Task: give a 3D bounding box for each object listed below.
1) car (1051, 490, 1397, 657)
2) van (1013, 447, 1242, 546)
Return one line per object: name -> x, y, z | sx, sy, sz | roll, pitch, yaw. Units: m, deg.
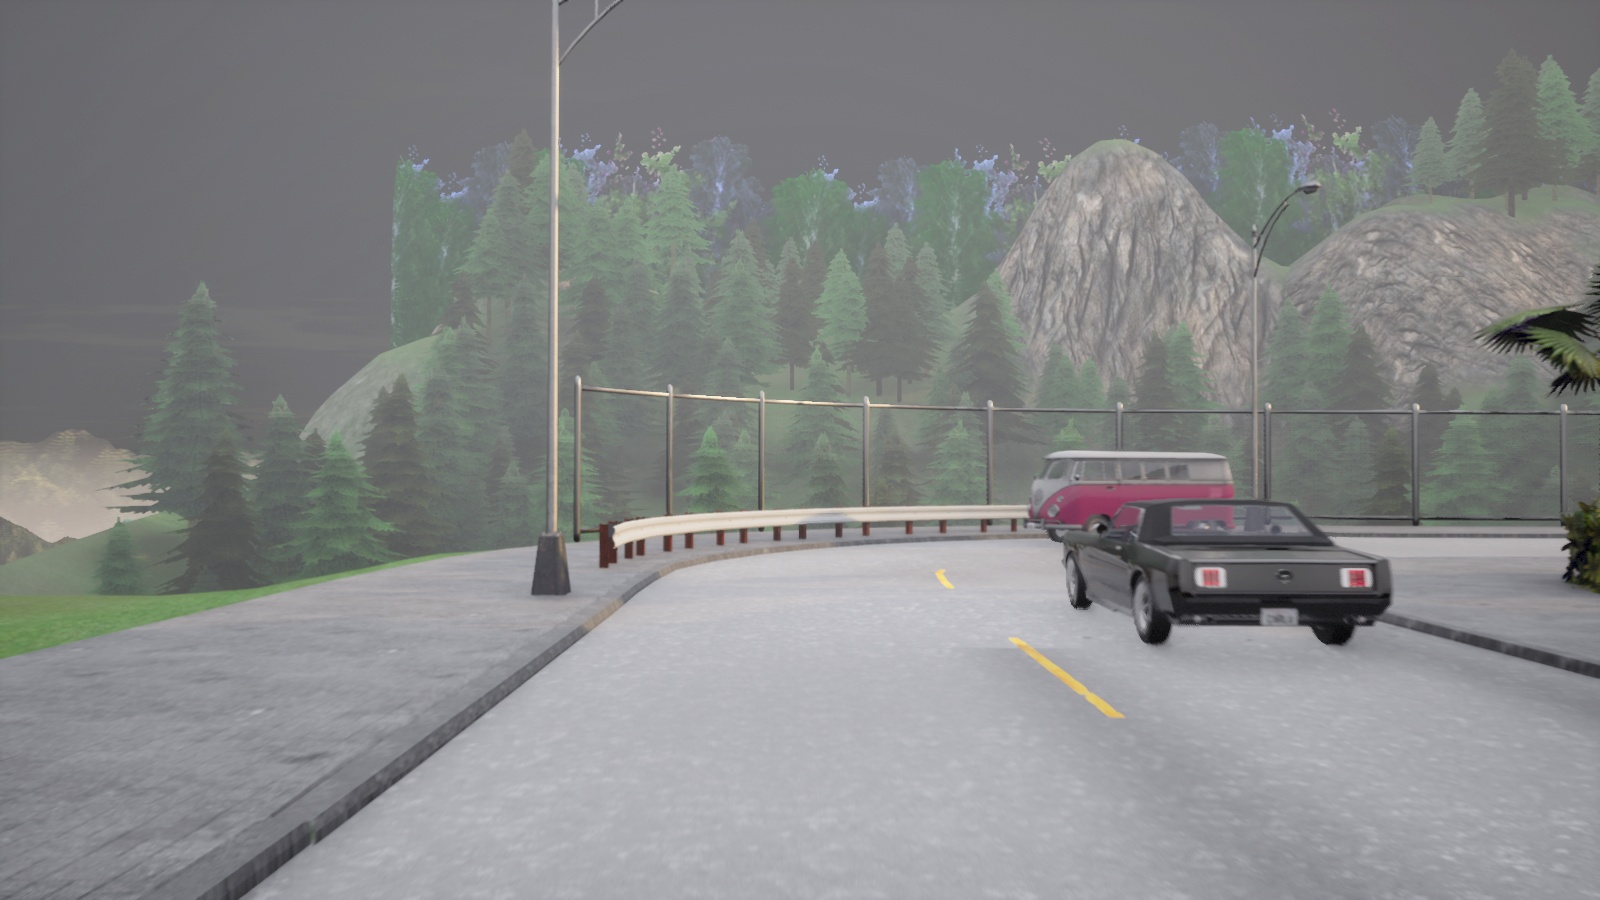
car -> 3.971, 1.095, 12.737 | 1.895, 1.301, 4.718 | 0, -1, 0
van -> 6.950, 0.954, 26.751 | 4.442, 1.987, 1.775 | 0, -1, -18
